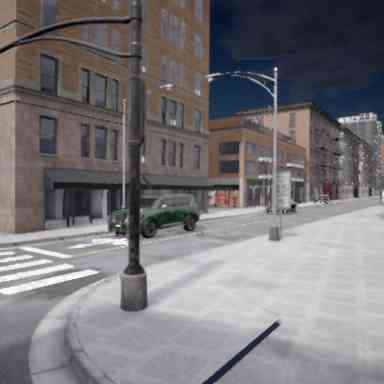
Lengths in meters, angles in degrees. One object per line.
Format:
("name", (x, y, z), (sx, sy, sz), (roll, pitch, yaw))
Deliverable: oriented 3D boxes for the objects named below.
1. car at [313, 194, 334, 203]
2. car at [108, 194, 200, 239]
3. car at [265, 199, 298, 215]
("car", (17.836, 0.953, 44.997), (1.882, 1.535, 5.008), (1, 1, 35))
("car", (-1.782, 1.149, 17.520), (2.150, 2.045, 5.566), (1, 2, 35))
("car", (8.802, 1.368, 32.429), (1.882, 1.535, 5.008), (1, 1, 35))
